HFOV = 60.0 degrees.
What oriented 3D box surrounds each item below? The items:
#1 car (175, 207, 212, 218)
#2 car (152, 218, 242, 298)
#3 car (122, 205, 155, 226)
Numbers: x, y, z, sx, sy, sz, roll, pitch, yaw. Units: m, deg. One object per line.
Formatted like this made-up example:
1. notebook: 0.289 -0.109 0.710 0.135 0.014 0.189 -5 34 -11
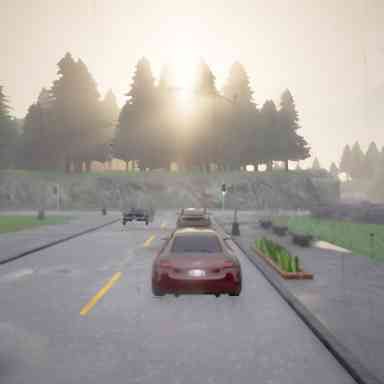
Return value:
1. car: 0.101 1.635 19.361 1.837 1.490 4.892 0 0 0
2. car: 0.102 1.623 8.746 1.994 1.385 4.181 0 0 0
3. car: -3.999 1.682 25.226 1.895 1.301 4.718 0 0 0
